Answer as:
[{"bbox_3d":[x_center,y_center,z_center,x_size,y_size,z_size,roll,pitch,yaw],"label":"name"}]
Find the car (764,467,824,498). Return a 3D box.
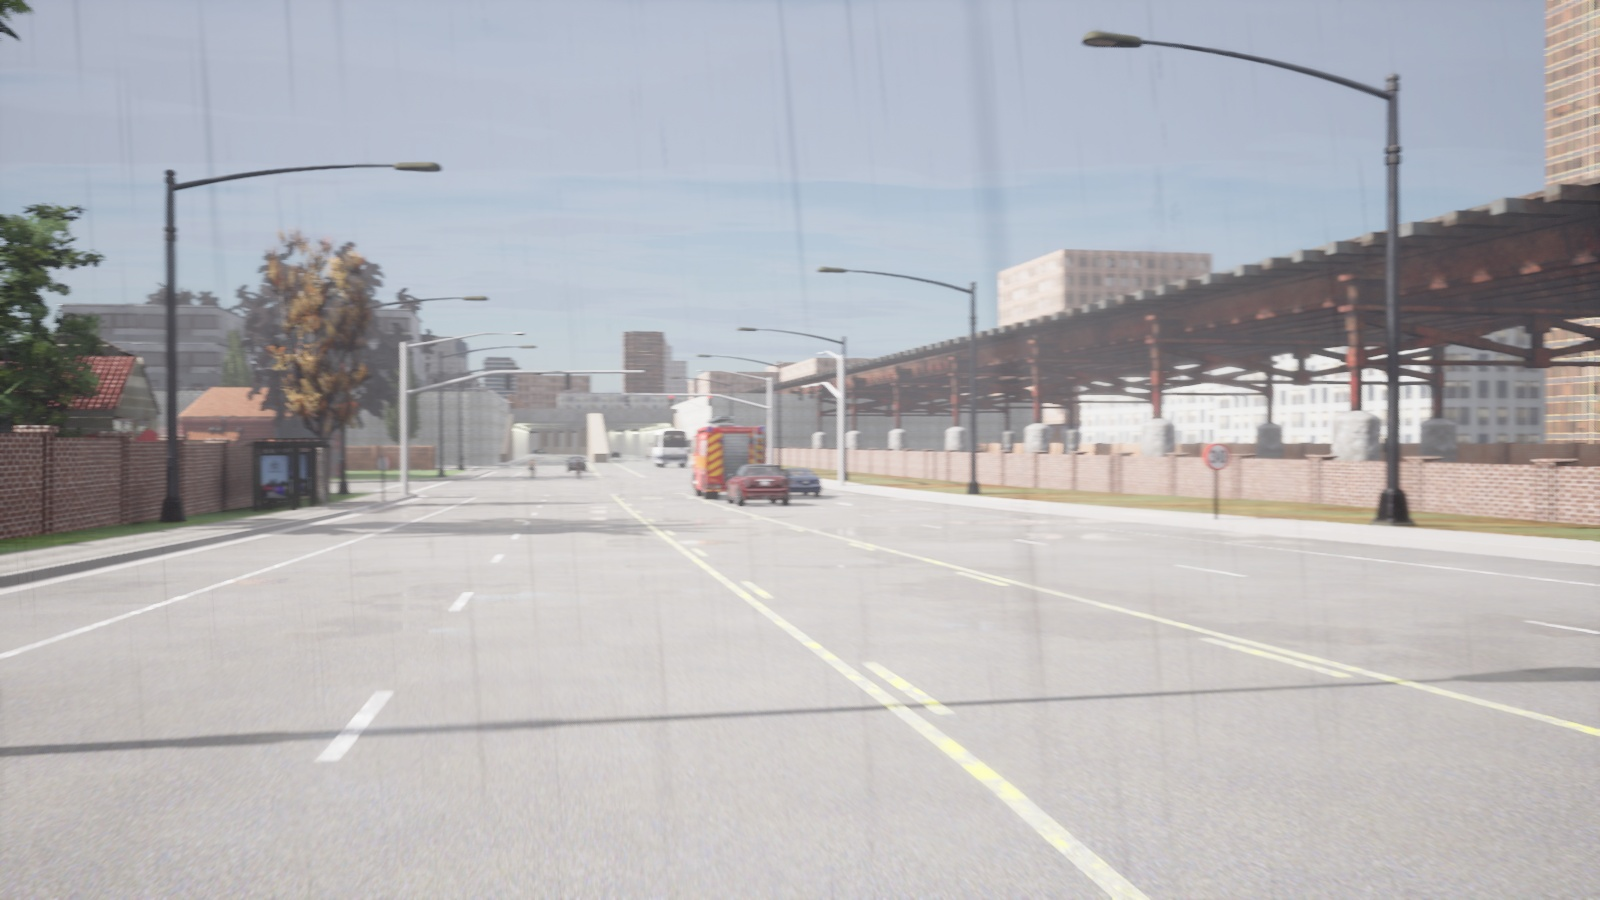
[{"bbox_3d":[-0.338,1.585,62.409,2.033,1.411,5.357,-1,0,-10],"label":"car"}]

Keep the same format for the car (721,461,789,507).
[{"bbox_3d":[-1.892,1.361,51.506,2.097,1.767,4.553,-1,0,-11],"label":"car"}]

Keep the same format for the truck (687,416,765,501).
[{"bbox_3d":[-3.723,0.412,61.193,2.891,3.827,8.468,-1,0,-9],"label":"truck"}]
